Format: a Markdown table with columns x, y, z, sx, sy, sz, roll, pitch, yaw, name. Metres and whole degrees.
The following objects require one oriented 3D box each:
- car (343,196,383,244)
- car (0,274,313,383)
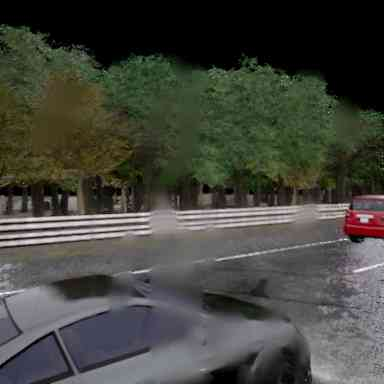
| x | y | z | sx | sy | sz | roll | pitch | yaw | name |
| --- | --- | --- | --- | --- | --- | --- | --- | --- | --- |
| 8.798 | 1.169 | 14.326 | 5.566 | 2.045 | 2.150 | 0 | 0 | -36 | car |
| -0.742 | 1.560 | 3.217 | 4.181 | 1.385 | 1.994 | 0 | 0 | -36 | car |
